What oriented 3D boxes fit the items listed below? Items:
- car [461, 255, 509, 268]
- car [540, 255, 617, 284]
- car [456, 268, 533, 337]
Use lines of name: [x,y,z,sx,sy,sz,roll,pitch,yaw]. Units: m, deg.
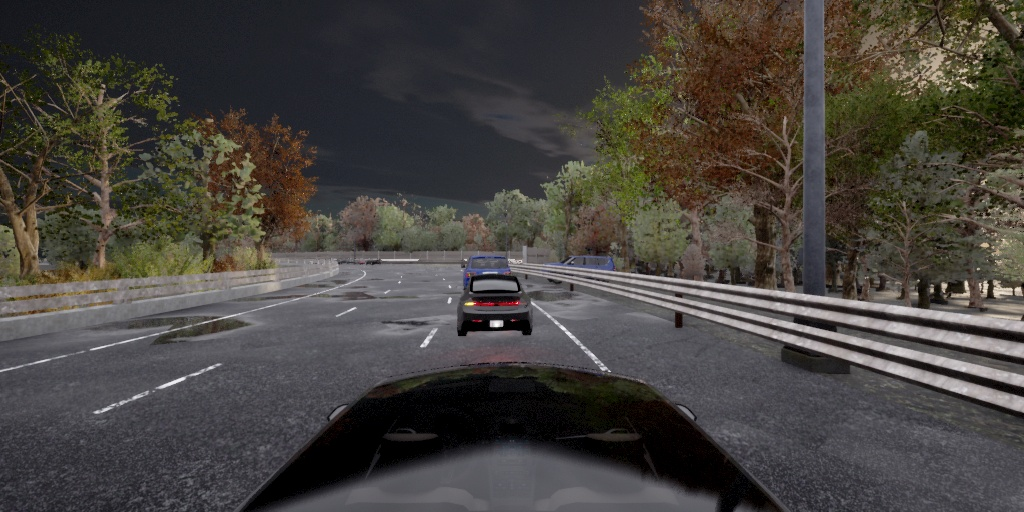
car: [-1.319,0.971,17.843,2.150,2.045,5.566,0,0,-9]
car: [4.838,0.960,26.156,5.566,2.045,2.150,3,1,-8]
car: [-0.553,1.255,10.364,1.837,1.490,4.892,0,0,-5]
